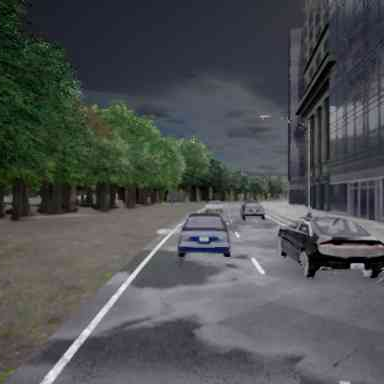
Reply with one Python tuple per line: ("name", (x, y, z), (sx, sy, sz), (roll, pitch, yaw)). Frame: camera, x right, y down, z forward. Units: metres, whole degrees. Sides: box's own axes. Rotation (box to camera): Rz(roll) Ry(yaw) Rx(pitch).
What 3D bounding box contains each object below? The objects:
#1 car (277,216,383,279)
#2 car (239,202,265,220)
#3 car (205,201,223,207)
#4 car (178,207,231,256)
("car", (3.888, 1.483, 10.053), (2.128, 1.511, 4.902), (0, 0, 2))
("car", (5.105, 1.540, 28.462), (2.033, 1.411, 5.357), (0, 0, 5))
("car", (2.524, 1.614, 37.124), (1.895, 1.301, 4.718), (0, 0, 7))
("car", (0.492, 1.524, 12.956), (2.033, 1.411, 5.357), (0, 0, 3))
